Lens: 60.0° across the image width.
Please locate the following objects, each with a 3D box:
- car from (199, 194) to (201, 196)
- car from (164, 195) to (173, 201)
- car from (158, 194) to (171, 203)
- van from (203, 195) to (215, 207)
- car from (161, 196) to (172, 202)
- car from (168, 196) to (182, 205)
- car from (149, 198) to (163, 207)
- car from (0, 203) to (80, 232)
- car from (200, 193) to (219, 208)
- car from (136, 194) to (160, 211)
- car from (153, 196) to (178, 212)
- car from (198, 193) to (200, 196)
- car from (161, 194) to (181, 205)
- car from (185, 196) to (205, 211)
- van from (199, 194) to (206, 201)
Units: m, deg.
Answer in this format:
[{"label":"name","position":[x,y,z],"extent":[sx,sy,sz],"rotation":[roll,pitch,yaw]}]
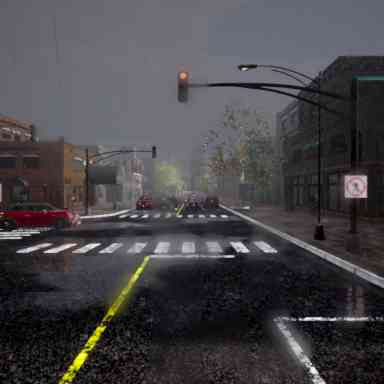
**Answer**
[{"label":"car","position":[2.703,1.536,63.619],"extent":[2.008,1.369,4.403],"rotation":[-1,0,0]},{"label":"car","position":[-5.674,1.525,80.253],"extent":[1.887,1.381,4.507],"rotation":[-1,0,0]},{"label":"car","position":[-5.678,1.299,69.165],"extent":[2.192,1.841,5.009],"rotation":[-1,0,0]},{"label":"van","position":[2.699,1.329,52.531],"extent":[1.690,1.788,3.998],"rotation":[-1,0,0]},{"label":"car","position":[-5.675,1.548,74.709],"extent":[1.947,1.339,4.313],"rotation":[-1,0,0]},{"label":"car","position":[-2.989,1.478,58.827],"extent":[2.128,1.511,4.902],"rotation":[0,0,0]},{"label":"car","position":[-5.680,1.570,52.533],"extent":[1.802,1.307,4.206],"rotation":[-1,0,0]},{"label":"car","position":[-9.590,1.471,21.229],"extent":[4.553,1.767,2.097],"rotation":[-1,0,-9]},{"label":"car","position":[2.697,1.305,46.987],"extent":[2.192,1.841,5.009],"rotation":[-1,0,0]},{"label":"car","position":[-5.684,1.306,41.445],"extent":[2.192,1.841,5.009],"rotation":[-1,0,0]},{"label":"car","position":[-3.085,1.556,38.897],"extent":[1.994,1.385,4.181],"rotation":[0,0,0]},{"label":"car","position":[0.018,1.477,67.816],"extent":[2.128,1.511,4.902],"rotation":[0,0,0]},{"label":"car","position":[-3.056,1.467,48.697],"extent":[1.882,1.535,5.008],"rotation":[0,0,0]},{"label":"car","position":[0.157,1.539,41.344],"extent":[2.033,1.411,5.357],"rotation":[0,0,-1]},{"label":"van","position":[2.706,1.320,85.795],"extent":[1.690,1.788,3.998],"rotation":[-1,0,0]}]
